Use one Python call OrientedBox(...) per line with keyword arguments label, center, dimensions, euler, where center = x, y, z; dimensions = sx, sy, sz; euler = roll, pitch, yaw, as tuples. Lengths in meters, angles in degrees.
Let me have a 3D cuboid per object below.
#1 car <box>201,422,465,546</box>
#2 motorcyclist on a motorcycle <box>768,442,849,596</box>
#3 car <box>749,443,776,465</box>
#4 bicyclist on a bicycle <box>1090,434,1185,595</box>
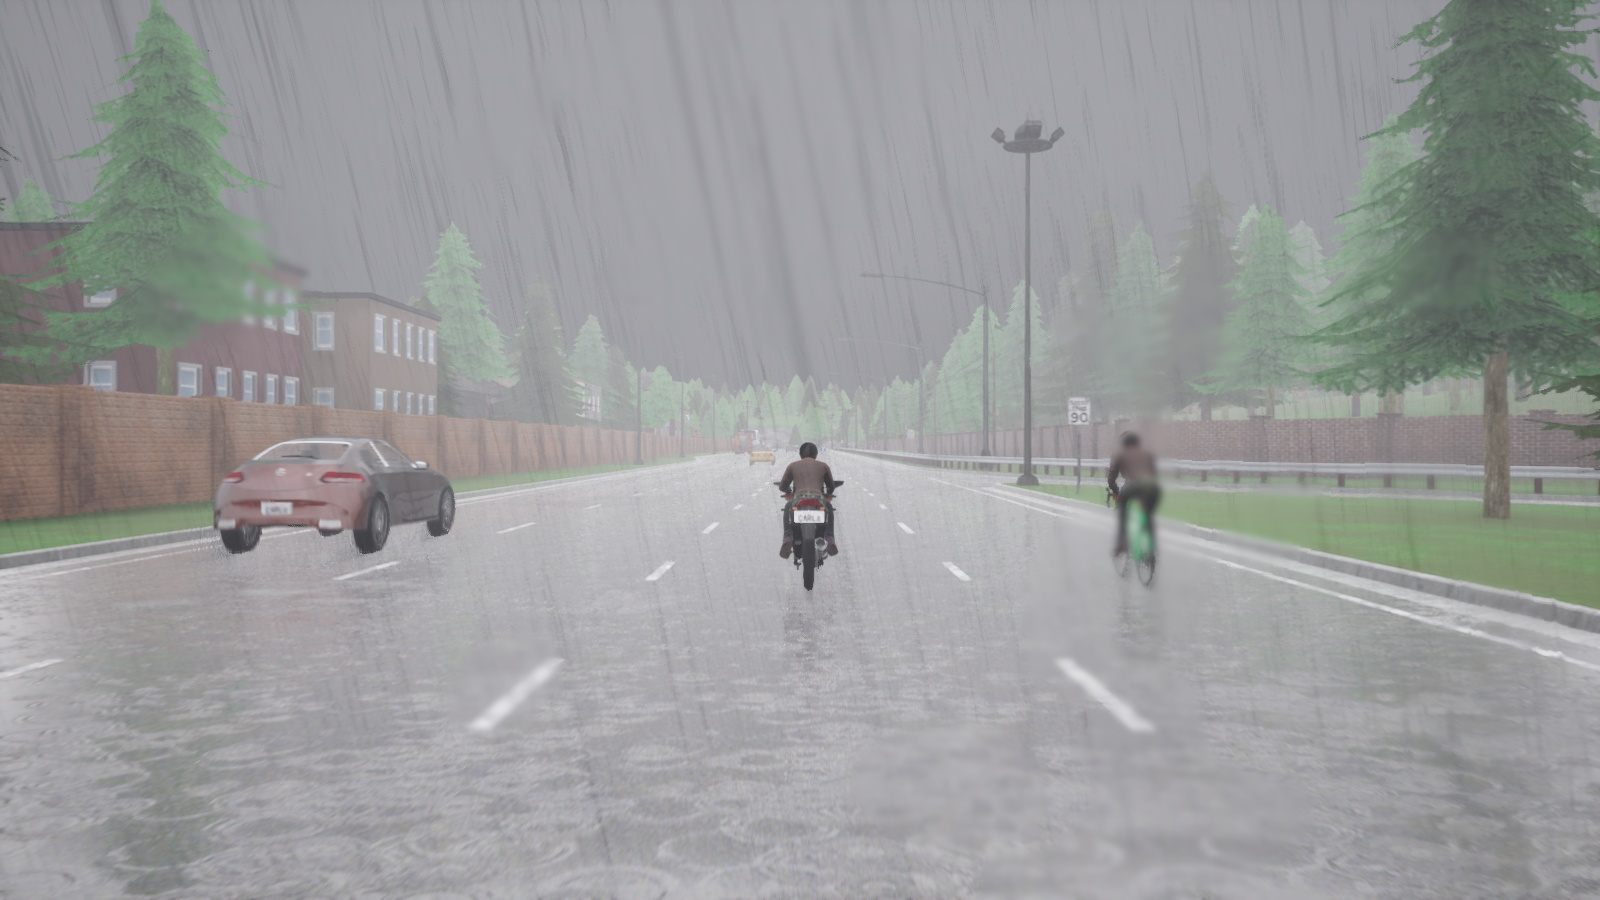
OrientedBox(label="car", center=(-6.878, 0.443, 19.203), dimensions=(2.152, 1.651, 5.027), euler=(0, 0, 0))
OrientedBox(label="motorcyclist on a motorcycle", center=(0.090, 0.675, 13.379), dimensions=(0.797, 1.523, 2.044), euler=(0, 0, 0))
OrientedBox(label="car", center=(-2.766, 0.308, 93.530), dimensions=(1.801, 1.575, 5.366), euler=(0, 0, 0))
OrientedBox(label="bicyclist on a bicycle", center=(3.590, 0.649, 13.463), dimensions=(0.582, 1.620, 1.656), euler=(0, 0, 0))
